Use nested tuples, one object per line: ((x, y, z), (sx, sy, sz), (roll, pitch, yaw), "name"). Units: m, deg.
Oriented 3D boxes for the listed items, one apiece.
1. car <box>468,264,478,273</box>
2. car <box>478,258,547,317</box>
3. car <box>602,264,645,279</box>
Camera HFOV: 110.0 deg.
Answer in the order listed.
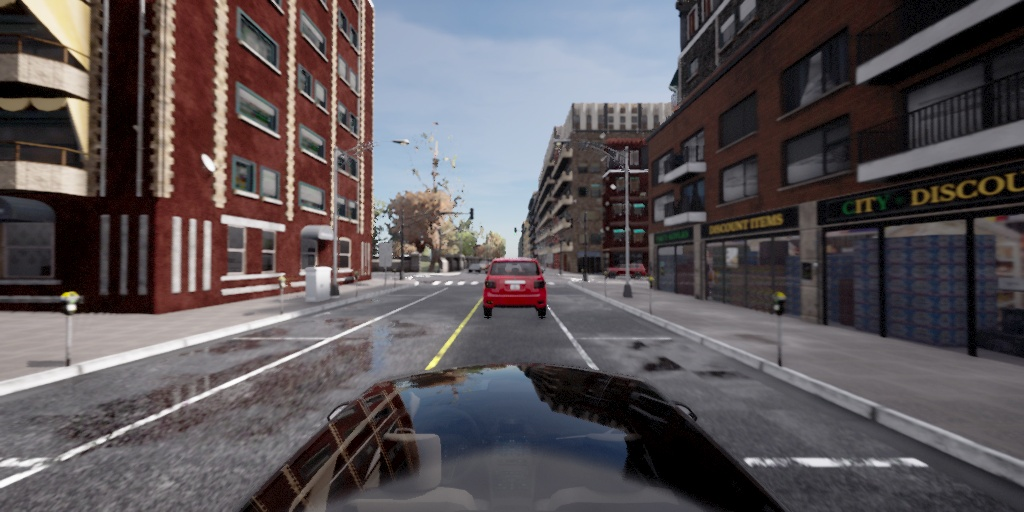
((-5.695, 1.925, 55.503), (1.948, 1.339, 4.313), (0, 0, 0), "car")
((0.097, 1.101, 13.902), (2.150, 2.045, 5.566), (0, -1, 0), "car")
((13.445, 1.811, 43.161), (5.009, 1.841, 2.192), (0, 0, -1), "car")
